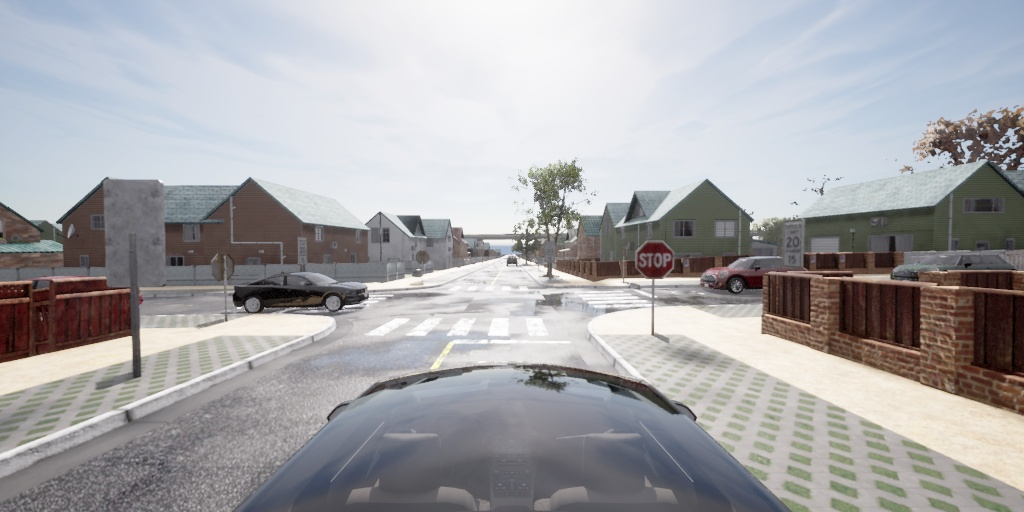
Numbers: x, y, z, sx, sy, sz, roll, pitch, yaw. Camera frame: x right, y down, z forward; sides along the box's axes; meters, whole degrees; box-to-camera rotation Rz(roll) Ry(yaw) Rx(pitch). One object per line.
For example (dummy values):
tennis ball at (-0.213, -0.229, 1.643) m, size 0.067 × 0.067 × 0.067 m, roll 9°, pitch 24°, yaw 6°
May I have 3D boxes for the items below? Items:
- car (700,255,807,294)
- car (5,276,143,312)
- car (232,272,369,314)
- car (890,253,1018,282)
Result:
car at (11.812, 0.831, 17.653) m, size 4.553 × 1.767 × 2.097 m, roll -1°, pitch 2°, yaw 0°
car at (-18.017, 1.555, 14.516) m, size 5.008 × 1.535 × 1.882 m, roll -1°, pitch 2°, yaw 0°
car at (-8.453, 1.385, 14.576) m, size 5.008 × 1.535 × 1.882 m, roll -1°, pitch 2°, yaw 0°
car at (21.707, 0.657, 17.721) m, size 4.553 × 1.767 × 2.097 m, roll -1°, pitch 2°, yaw 0°
